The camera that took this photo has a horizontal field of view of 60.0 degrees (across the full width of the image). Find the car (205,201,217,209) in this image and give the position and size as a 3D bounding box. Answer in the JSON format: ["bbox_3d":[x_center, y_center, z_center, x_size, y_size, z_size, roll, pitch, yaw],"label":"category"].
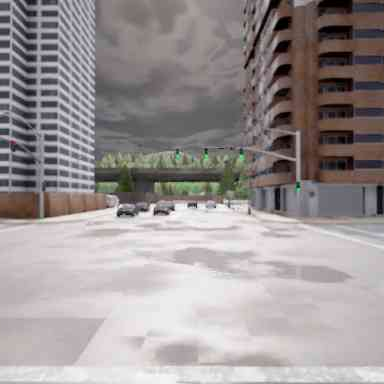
[{"bbox_3d":[3.494,2.304,61.105,1.812,1.442,4.674,0,-1,0],"label":"car"}]

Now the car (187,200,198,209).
[{"bbox_3d":[0.095,2.285,61.228,1.837,1.490,4.892,0,-1,0],"label":"car"}]

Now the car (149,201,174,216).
[{"bbox_3d":[-3.602,2.061,40.244,2.033,1.411,5.357,0,-1,0],"label":"car"}]

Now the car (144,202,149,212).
[{"bbox_3d":[-7.094,2.156,47.726,2.033,1.411,5.357,0,-1,0],"label":"car"}]

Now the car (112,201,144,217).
[{"bbox_3d":[-7.103,2.024,37.374,2.033,1.411,5.357,0,-1,0],"label":"car"}]
